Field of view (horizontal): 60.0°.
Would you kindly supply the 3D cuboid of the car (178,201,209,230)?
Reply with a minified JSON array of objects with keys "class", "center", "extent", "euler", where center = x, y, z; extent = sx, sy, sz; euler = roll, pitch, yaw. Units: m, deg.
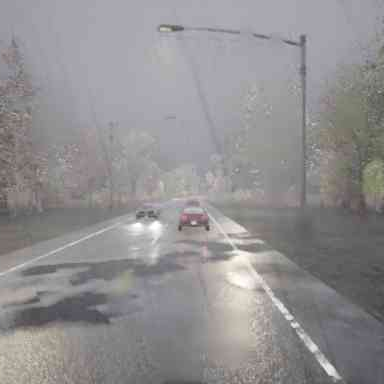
[{"class":"car","center":[0.109,1.564,21.055],"extent":[1.812,1.442,4.674],"euler":[0,0,0]}]

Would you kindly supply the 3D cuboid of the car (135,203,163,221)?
[{"class":"car","center":[-3.578,1.652,28.253],"extent":[1.895,1.301,4.718],"euler":[0,0,0]}]

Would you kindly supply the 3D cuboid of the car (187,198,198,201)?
[{"class":"car","center":[0.115,1.588,45.612],"extent":[1.837,1.490,4.892],"euler":[0,0,0]}]
